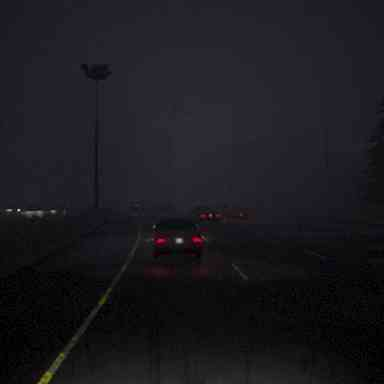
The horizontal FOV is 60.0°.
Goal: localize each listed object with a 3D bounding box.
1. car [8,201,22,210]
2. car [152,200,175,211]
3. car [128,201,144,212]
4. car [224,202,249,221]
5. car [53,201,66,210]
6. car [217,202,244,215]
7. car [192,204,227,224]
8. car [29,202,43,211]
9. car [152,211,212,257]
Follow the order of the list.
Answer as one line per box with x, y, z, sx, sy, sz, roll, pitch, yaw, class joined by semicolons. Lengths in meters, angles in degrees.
-31.116;2.302;58.551;1.837;1.490;4.892;1;-1;-25;car
-3.841;2.055;46.734;1.882;1.535;5.008;0;0;-18;car
-8.393;2.117;49.505;2.128;1.511;4.902;0;-1;-19;car
3.792;1.851;31.661;1.882;1.535;5.008;0;-1;-12;car
-22.055;2.213;55.361;1.882;1.535;5.008;0;-1;-22;car
4.809;2.025;42.332;1.812;1.442;4.674;0;-1;-15;car
0.952;1.883;27.874;2.033;1.411;5.357;0;-1;-11;car
-24.820;2.315;52.954;1.895;1.301;4.718;0;-1;-22;car
-0.645;1.717;13.694;2.033;1.411;5.357;0;-1;-5;car
